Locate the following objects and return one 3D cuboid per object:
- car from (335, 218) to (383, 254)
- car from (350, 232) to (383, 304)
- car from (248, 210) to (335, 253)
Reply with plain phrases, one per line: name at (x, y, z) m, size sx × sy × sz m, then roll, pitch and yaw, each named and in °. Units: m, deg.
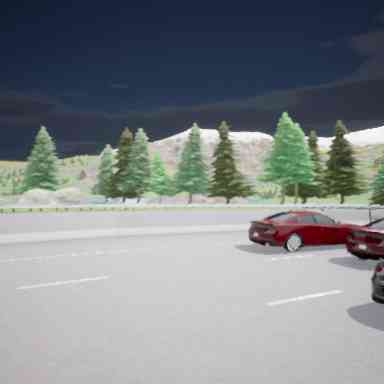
car at (7.453, 1.540, 11.044) m, size 5.008 × 1.535 × 1.882 m, roll 1°, pitch 0°, yaw -23°
car at (5.504, 1.574, 6.391) m, size 4.674 × 1.442 × 1.812 m, roll 0°, pitch 0°, yaw -25°
car at (4.707, 1.505, 13.670) m, size 5.008 × 1.535 × 1.882 m, roll 1°, pitch 0°, yaw -23°
